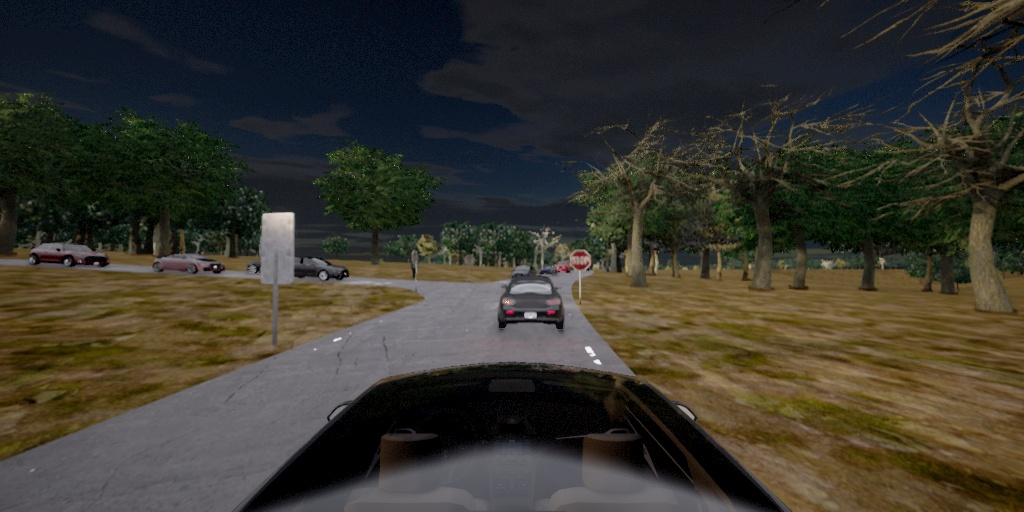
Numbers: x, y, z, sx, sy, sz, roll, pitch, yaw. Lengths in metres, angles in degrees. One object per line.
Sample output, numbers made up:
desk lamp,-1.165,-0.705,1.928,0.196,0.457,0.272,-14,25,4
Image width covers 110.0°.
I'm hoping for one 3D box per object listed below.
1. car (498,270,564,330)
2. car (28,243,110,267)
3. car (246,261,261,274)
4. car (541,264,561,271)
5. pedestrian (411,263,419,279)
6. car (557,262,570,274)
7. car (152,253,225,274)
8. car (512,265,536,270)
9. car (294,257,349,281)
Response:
car,0.610,1.339,11.326,1.812,1.442,4.674,0,0,4
car,-32.375,-0.124,26.336,4.553,1.767,2.097,2,-2,7
car,-17.849,0.701,27.747,5.008,1.535,1.882,2,-1,7
car,4.999,2.059,48.887,1.895,1.301,4.718,0,-1,17
pedestrian,-8.120,1.007,29.831,0.375,1.860,0.375,0,-4,7
car,8.779,1.982,62.096,2.150,2.045,5.566,0,-2,16
car,-22.585,0.508,25.151,4.181,1.385,1.994,2,-1,7
car,1.245,1.672,35.689,1.837,1.490,4.892,0,-1,16
car,-13.401,0.840,24.040,4.892,1.490,1.837,2,-1,7
